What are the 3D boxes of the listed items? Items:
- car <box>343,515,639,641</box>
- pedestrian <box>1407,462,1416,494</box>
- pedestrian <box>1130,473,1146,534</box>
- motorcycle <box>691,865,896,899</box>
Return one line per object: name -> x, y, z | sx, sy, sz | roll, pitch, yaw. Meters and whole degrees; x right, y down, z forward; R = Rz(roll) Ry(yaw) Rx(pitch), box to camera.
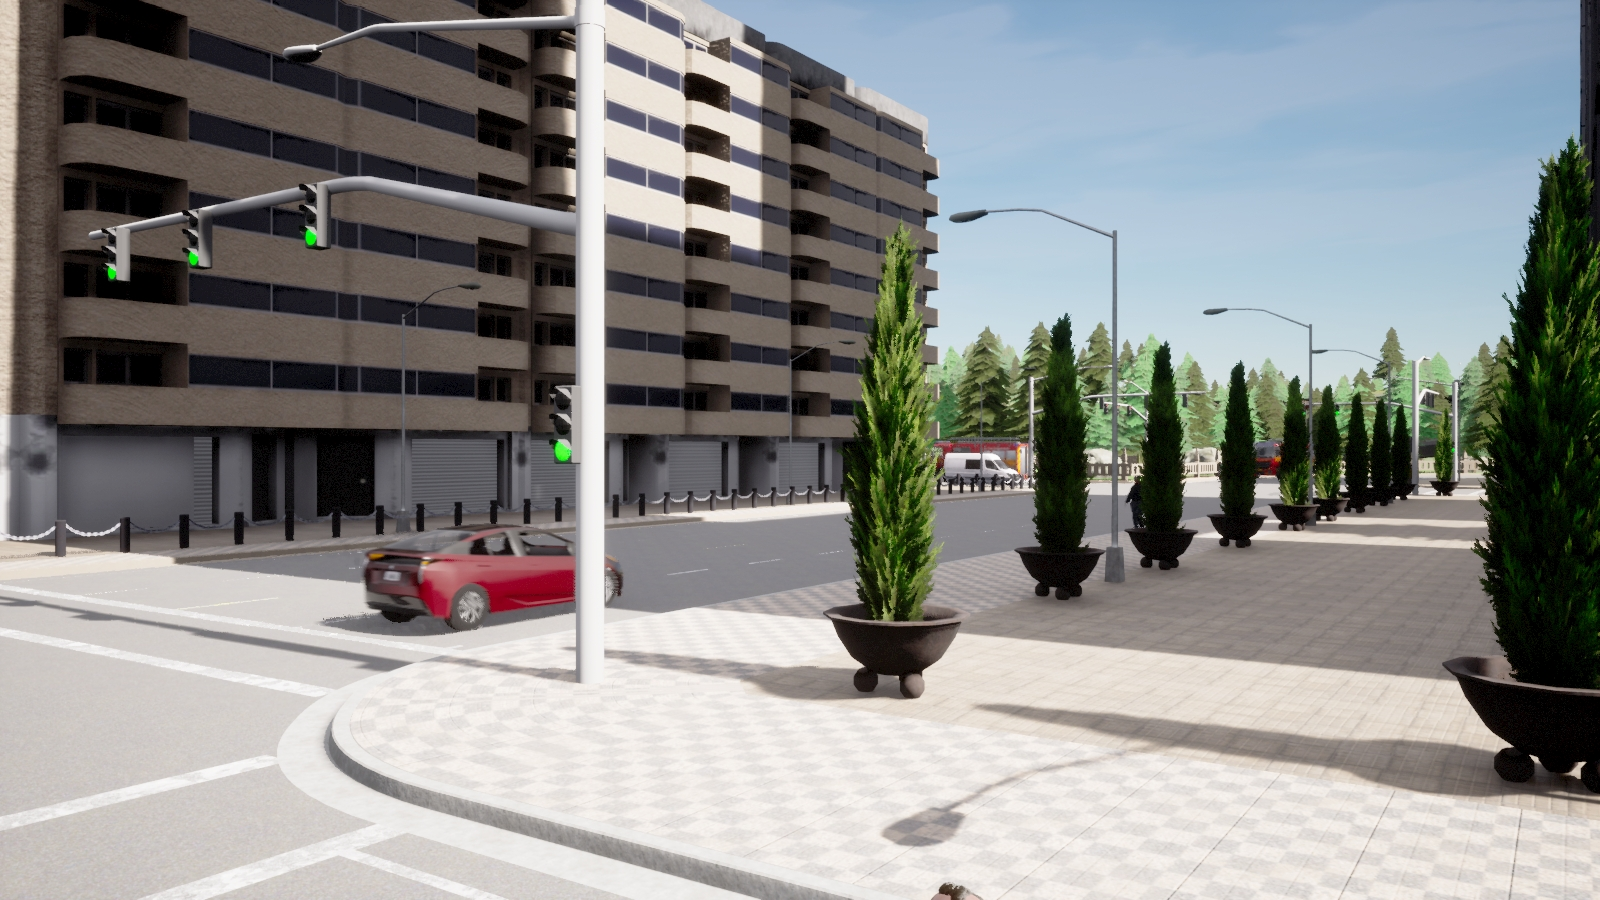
car -> -4.939, 1.984, 18.898 | 2.007, 1.525, 4.514 | 0, 0, 33
pedestrian -> 36.113, 1.639, 67.480 | 0.375, 1.860, 0.375 | 0, 0, 44
pedestrian -> 10.461, 1.639, 35.364 | 0.375, 1.860, 0.375 | 0, 0, 39
motorcycle -> 0.516, 2.205, 3.364 | 2.209, 1.251, 0.867 | 0, 0, 34
